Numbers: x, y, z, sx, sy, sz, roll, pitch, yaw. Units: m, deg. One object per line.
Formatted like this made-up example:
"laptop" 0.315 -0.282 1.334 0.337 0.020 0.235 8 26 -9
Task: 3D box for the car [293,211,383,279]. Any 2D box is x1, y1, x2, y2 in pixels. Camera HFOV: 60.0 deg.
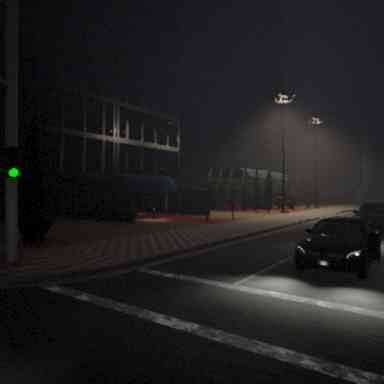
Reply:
"car" 4.658 1.523 10.345 1.812 1.442 4.674 0 0 35

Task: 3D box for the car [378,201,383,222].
"car" 16.352 1.521 26.955 1.812 1.442 4.674 0 0 35

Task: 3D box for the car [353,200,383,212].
"car" 9.777 1.348 17.638 2.097 1.767 4.553 0 0 35

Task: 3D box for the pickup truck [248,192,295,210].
"pickup truck" 9.386 1.041 39.708 6.274 2.098 2.390 0 0 -24
